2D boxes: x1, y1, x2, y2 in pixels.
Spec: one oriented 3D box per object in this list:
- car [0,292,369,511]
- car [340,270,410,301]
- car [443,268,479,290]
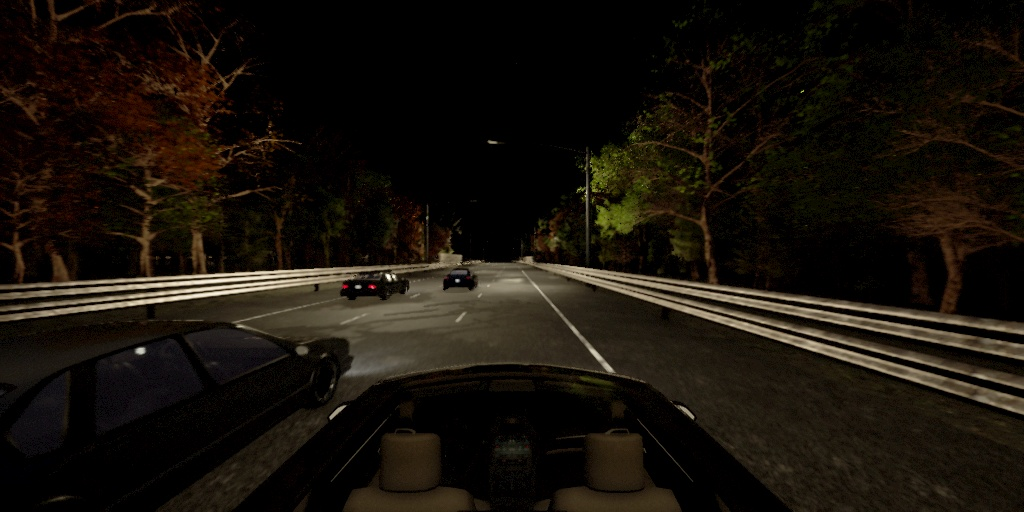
[{"bbox_3d":[-3.400,1.311,3.196,2.033,1.411,5.357,0,-1,0],"label":"car"},{"bbox_3d":[-6.900,1.453,18.593,2.033,1.411,5.357,0,-1,0],"label":"car"},{"bbox_3d":[-3.401,1.523,24.392,1.994,1.385,4.181,0,-1,0],"label":"car"}]
